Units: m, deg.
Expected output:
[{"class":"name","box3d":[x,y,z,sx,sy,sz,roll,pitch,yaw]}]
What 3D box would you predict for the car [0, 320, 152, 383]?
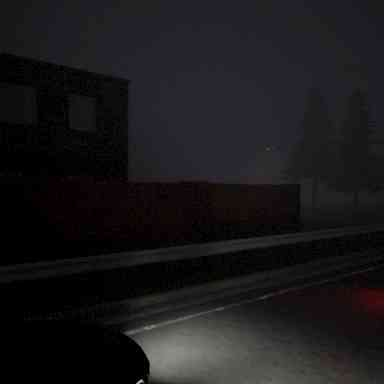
[{"class":"car","box3d":[-2.450,1.525,1.995,4.674,1.442,1.812,0,0,-35]}]
